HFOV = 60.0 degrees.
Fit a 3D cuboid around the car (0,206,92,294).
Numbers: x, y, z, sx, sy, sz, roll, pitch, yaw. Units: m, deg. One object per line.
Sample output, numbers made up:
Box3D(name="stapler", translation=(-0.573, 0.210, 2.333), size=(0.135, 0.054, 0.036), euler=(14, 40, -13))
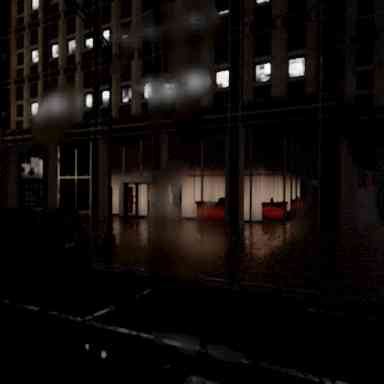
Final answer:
Box3D(name="car", translation=(-4.913, 1.306, 8.727), size=(5.009, 1.841, 2.192), euler=(0, 1, 28))
